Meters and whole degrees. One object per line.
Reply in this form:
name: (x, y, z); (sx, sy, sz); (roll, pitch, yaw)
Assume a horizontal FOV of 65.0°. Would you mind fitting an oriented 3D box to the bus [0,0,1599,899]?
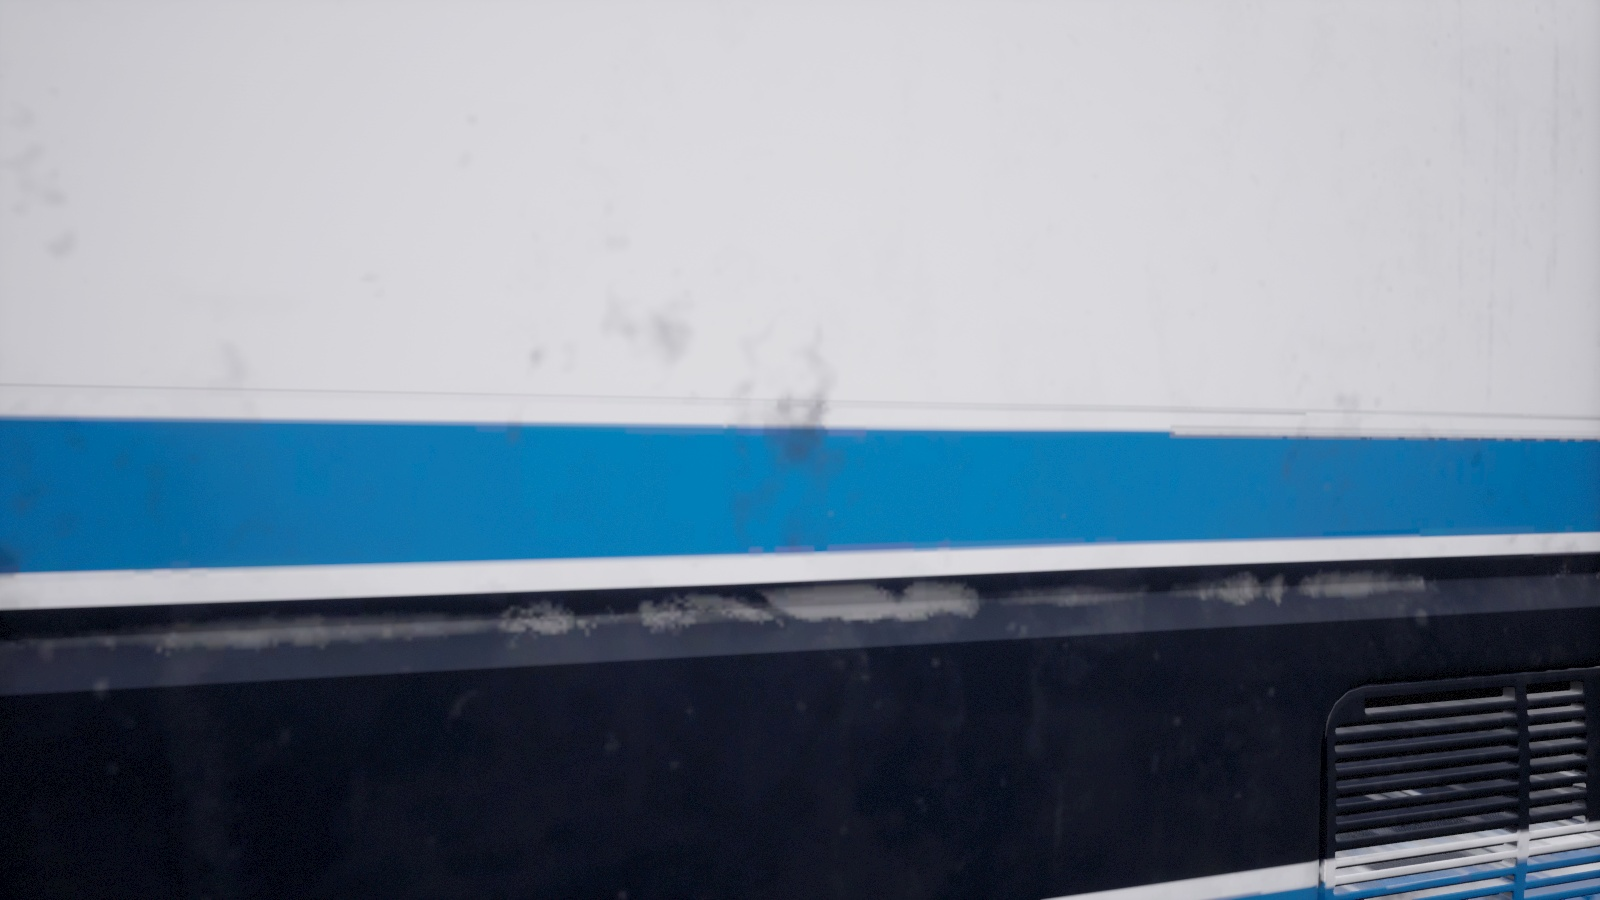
bus: (0.063, -0.632, 3.246); (10.273, 4.253, 3.944); (-1, 1, -21)
